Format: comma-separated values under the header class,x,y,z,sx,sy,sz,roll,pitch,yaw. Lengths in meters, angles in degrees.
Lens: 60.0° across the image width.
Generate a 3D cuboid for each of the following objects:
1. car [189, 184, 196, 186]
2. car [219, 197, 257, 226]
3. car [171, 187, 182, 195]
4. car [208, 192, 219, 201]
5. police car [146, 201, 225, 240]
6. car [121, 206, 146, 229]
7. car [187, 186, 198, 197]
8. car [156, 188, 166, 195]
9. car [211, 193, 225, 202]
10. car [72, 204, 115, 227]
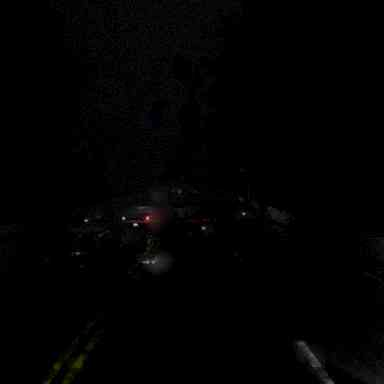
class,x,y,z,sx,sy,sz,roll,pitch,yaw
car,0.068,-0.795,77.381,2.150,2.045,5.566,0,2,0
car,3.271,1.407,23.234,2.033,1.649,4.856,0,1,0
car,-3.192,-0.195,68.683,1.882,1.535,5.008,0,2,0
car,3.290,0.795,45.211,1.837,1.490,4.892,0,2,0
police car,-0.572,1.460,17.814,1.930,1.638,5.238,-2,1,-26
car,-3.332,1.597,21.825,1.895,1.301,4.718,0,1,0
car,0.122,0.079,62.946,1.812,1.442,4.674,0,2,0
car,-6.439,-0.078,68.937,1.895,1.301,4.718,0,2,0
car,3.280,1.195,34.220,1.882,1.535,5.008,0,2,0
car,-6.581,1.550,22.645,1.994,1.385,4.181,0,1,0
